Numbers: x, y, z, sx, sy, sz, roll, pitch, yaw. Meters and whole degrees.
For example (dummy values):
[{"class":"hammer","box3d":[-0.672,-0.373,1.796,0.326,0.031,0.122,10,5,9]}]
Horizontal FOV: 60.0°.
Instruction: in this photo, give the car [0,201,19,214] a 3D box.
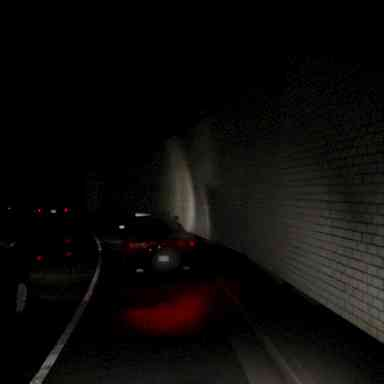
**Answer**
[{"class":"car","box3d":[-19.504,1.579,34.583,1.994,1.385,4.181,0,0,-41]}]

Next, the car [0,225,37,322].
[{"class":"car","box3d":[-3.829,1.480,4.217,1.882,1.535,5.008,0,0,-4]}]

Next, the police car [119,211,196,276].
[{"class":"police car","box3d":[-1.268,1.427,10.651,1.930,1.638,5.238,0,0,-13]}]

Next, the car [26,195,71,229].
[{"class":"car","box3d":[-9.222,1.227,21.262,2.150,2.045,5.566,0,0,-30]}]
